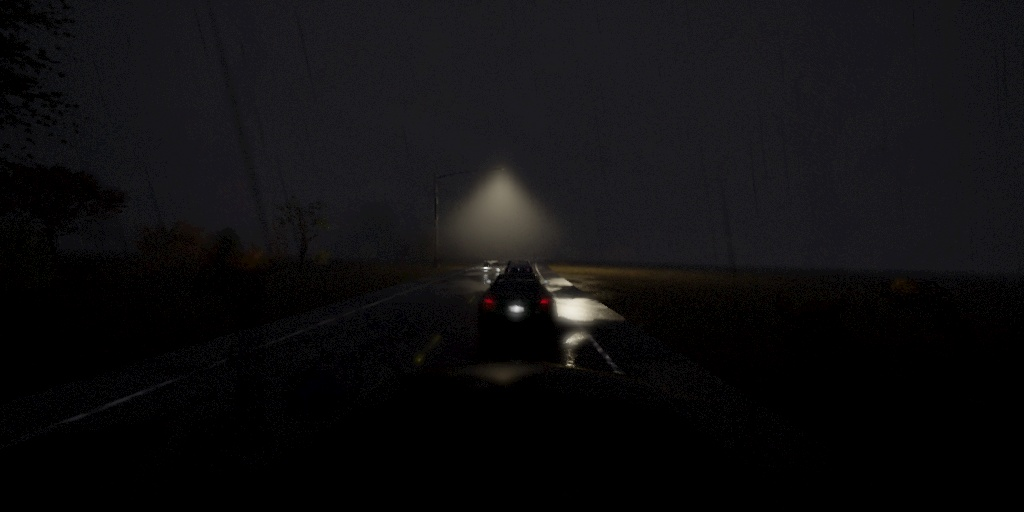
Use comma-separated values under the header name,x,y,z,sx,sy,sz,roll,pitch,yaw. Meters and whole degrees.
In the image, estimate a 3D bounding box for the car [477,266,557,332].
name,x,y,z,sx,sy,sz,roll,pitch,yaw
car,0.156,1.159,10.274,1.994,1.385,4.181,0,1,1

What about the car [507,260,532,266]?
name,x,y,z,sx,sy,sz,roll,pitch,yaw
car,0.525,0.918,26.384,1.895,1.301,4.718,0,1,2

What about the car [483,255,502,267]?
name,x,y,z,sx,sy,sz,roll,pitch,yaw
car,-2.349,0.561,44.414,1.812,1.442,4.674,0,1,3
